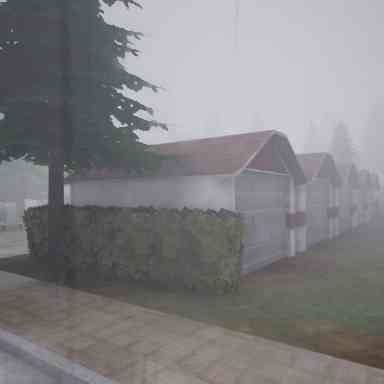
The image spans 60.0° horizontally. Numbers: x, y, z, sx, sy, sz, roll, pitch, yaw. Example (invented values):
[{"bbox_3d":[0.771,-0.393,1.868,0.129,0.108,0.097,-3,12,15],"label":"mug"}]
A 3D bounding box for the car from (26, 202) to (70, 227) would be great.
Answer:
[{"bbox_3d":[-9.062,1.736,24.302,2.150,2.045,5.566,-1,-1,36],"label":"car"}]

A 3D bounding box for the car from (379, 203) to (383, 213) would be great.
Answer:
[{"bbox_3d":[23.717,2.058,40.964,4.674,1.442,1.812,-1,-1,32],"label":"car"}]
